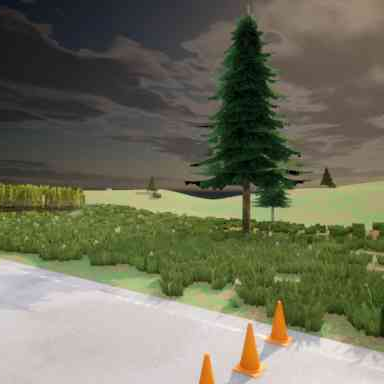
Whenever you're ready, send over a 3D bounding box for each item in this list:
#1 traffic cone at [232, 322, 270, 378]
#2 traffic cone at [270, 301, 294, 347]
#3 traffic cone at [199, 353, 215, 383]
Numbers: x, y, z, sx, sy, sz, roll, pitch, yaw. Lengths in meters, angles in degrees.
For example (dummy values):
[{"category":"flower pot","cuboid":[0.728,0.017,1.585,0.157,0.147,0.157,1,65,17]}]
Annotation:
[{"category":"traffic cone","cuboid":[0.739,1.955,4.235,0.340,0.580,0.340,0,0,36]},{"category":"traffic cone","cuboid":[1.324,1.955,5.047,0.340,0.580,0.340,0,0,36]},{"category":"traffic cone","cuboid":[0.154,1.955,3.424,0.340,0.580,0.340,0,0,36]}]
